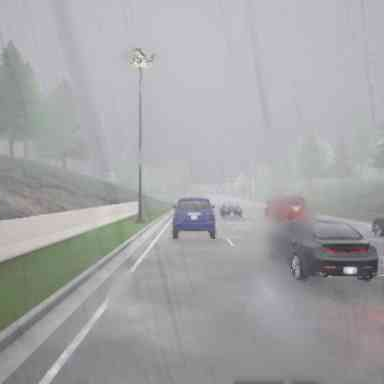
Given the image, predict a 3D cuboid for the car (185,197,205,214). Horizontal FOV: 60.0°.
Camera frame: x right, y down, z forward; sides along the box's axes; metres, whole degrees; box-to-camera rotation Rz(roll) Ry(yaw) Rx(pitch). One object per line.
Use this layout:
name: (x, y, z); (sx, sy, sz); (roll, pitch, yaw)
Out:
car: (0.384, 1.494, 37.932); (2.097, 1.767, 4.553); (0, 0, 2)

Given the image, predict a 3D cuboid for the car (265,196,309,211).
car: (7.116, 1.316, 25.323); (2.150, 2.045, 5.566); (0, 0, 0)

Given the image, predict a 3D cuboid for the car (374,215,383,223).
car: (10.602, 1.410, 15.727); (2.097, 1.767, 4.553); (0, 0, 0)

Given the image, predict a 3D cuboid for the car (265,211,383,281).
car: (3.601, 1.542, 9.985); (1.837, 1.490, 4.892); (0, 0, 0)

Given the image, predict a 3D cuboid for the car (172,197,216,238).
car: (0.102, 1.290, 18.284); (2.150, 2.045, 5.566); (0, 0, 0)

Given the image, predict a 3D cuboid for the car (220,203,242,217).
car: (3.721, 1.722, 32.616); (1.895, 1.301, 4.718); (0, 0, 1)
